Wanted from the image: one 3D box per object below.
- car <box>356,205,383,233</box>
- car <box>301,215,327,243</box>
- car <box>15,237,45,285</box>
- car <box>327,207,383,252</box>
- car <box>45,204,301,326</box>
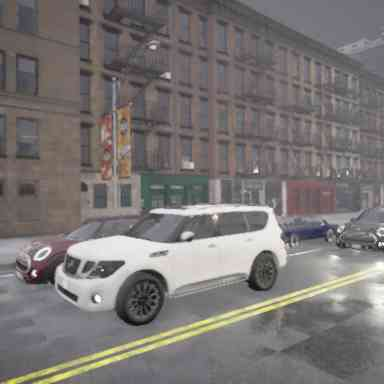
[{"bbox_3d":[13.060,1.690,22.071,5.008,1.535,1.882,0,-1,-38],"label":"car"},{"bbox_3d":[5.051,1.790,15.874,4.718,1.301,1.895,0,-1,-38],"label":"car"},{"bbox_3d":[-2.647,1.516,9.881,4.553,1.767,2.097,0,-1,-38],"label":"car"},{"bbox_3d":[8.040,1.493,14.083,4.553,1.767,2.097,0,-1,-38],"label":"car"},{"bbox_3d":[-0.120,1.338,7.733,5.566,2.045,2.150,0,-1,-38],"label":"car"}]
